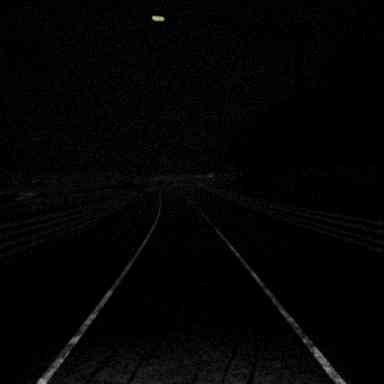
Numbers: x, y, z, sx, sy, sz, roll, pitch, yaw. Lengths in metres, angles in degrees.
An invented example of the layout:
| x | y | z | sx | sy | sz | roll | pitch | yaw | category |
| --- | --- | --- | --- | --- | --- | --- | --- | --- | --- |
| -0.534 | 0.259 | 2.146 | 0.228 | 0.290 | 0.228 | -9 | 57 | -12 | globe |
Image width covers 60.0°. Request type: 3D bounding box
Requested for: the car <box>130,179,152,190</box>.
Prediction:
| x | y | z | sx | sy | sz | roll | pitch | yaw | category |
| --- | --- | --- | --- | --- | --- | --- | --- | --- | --- |
| -9.813 | -1.169 | 64.773 | 1.837 | 1.490 | 4.892 | 1 | 4 | 13 | car |

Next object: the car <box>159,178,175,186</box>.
| x | y | z | sx | sy | sz | roll | pitch | yaw | category |
| --- | --- | --- | --- | --- | --- | --- | --- | --- | --- |
| -5.633 | -2.304 | 82.269 | 2.128 | 1.511 | 4.902 | 1 | 4 | 13 | car |

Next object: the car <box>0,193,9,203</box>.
| x | y | z | sx | sy | sz | roll | pitch | yaw | category |
| --- | --- | --- | --- | --- | --- | --- | --- | --- | --- |
| -20.190 | 0.814 | 36.402 | 2.033 | 1.411 | 5.357 | 1 | 4 | 13 | car |

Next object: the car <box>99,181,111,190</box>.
| x | y | z | sx | sy | sz | roll | pitch | yaw | category |
| --- | --- | --- | --- | --- | --- | --- | --- | --- | --- |
| -16.633 | -1.379 | 66.338 | 2.097 | 1.767 | 4.553 | 1 | 4 | 13 | car |

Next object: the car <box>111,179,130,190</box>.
| x | y | z | sx | sy | sz | roll | pitch | yaw | category |
| --- | --- | --- | --- | --- | --- | --- | --- | --- | --- |
| -13.211 | -1.488 | 65.600 | 2.150 | 2.045 | 5.566 | 1 | 4 | 13 | car |

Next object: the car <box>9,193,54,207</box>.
| x | y | z | sx | sy | sz | roll | pitch | yaw | category |
| --- | --- | --- | --- | --- | --- | --- | --- | --- | --- |
| -16.785 | 0.826 | 35.591 | 1.812 | 1.442 | 4.674 | 1 | 4 | 13 | car |

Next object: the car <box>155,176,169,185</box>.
| x | y | z | sx | sy | sz | roll | pitch | yaw | category |
| --- | --- | --- | --- | --- | --- | --- | --- | --- | --- |
| -7.643 | -2.772 | 88.916 | 1.882 | 1.535 | 5.008 | 1 | 4 | 13 | car |
